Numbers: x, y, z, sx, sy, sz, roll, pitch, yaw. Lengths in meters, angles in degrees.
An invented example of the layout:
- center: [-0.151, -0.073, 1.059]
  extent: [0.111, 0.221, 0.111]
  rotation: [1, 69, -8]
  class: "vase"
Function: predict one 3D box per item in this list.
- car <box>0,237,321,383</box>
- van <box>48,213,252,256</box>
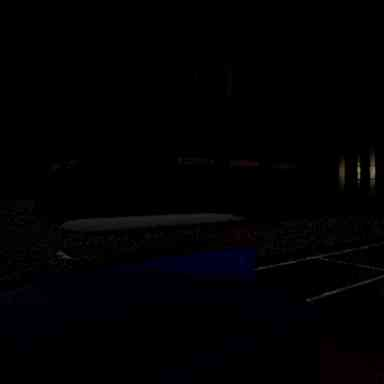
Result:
- center: [-1.055, 1.474, 2.626]
  extent: [5.008, 1.535, 1.882]
  rotation: [0, 0, -35]
  class: "car"
- center: [-0.646, 1.321, 6.190]
  extent: [3.998, 1.788, 1.690]
  rotation: [0, 0, -35]
  class: "van"
